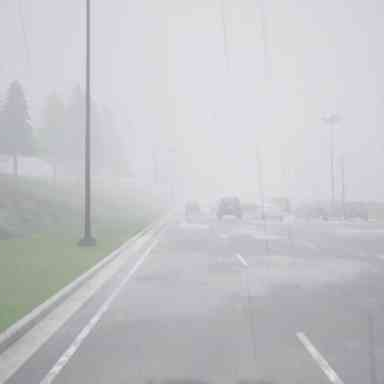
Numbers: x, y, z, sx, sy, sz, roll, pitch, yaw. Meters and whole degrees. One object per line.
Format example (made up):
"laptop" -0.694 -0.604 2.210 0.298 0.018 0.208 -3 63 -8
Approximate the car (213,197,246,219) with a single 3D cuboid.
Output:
"car" 3.532 1.525 32.237 2.150 2.045 5.566 0 -1 1

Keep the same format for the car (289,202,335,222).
"car" 10.579 1.785 29.700 1.837 1.490 4.892 0 0 0

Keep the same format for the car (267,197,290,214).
"car" 10.562 1.608 40.911 2.150 2.045 5.566 0 0 0

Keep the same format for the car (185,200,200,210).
"car" 0.072 2.032 51.589 2.033 1.411 5.357 0 -1 -3

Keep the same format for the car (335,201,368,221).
"car" 14.081 1.636 30.428 2.097 1.767 4.553 0 -1 0

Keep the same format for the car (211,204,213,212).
"car" 3.529 1.932 43.242 1.812 1.442 4.674 0 0 0

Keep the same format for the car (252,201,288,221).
"car" 7.075 1.815 30.734 1.812 1.442 4.674 0 0 0

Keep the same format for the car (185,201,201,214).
"car" 0.083 1.932 40.912 2.033 1.411 5.357 0 -1 0

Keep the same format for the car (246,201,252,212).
"car" 7.062 1.877 42.525 1.882 1.535 5.008 0 0 0
